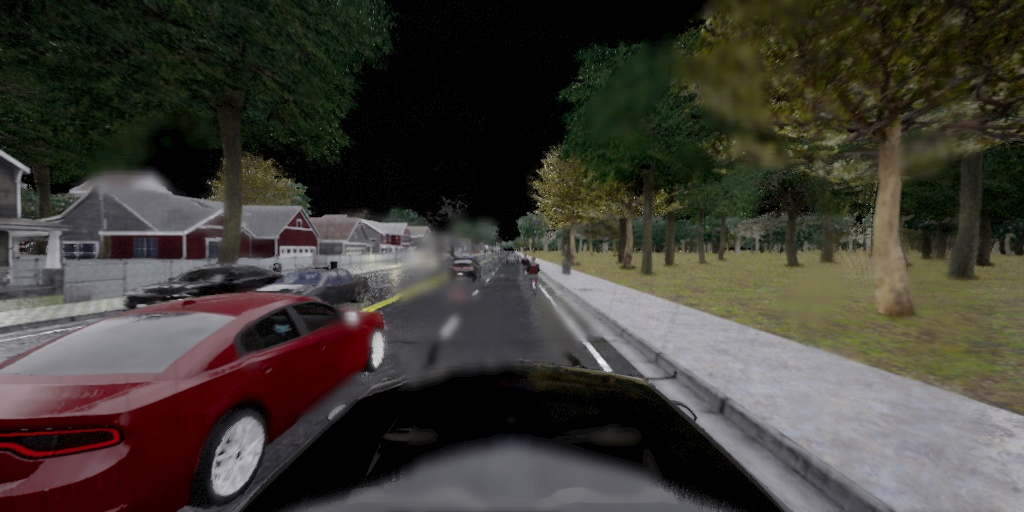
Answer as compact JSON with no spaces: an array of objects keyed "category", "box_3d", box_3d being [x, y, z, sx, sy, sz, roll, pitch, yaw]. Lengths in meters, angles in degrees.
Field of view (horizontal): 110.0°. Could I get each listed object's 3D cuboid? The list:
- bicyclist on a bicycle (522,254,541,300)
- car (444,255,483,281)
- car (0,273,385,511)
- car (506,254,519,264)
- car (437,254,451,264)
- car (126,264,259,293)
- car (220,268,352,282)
[{"category":"bicyclist on a bicycle","box_3d":[0.895,0.897,15.075,0.659,1.776,1.843,0,1,0]},{"category":"car","box_3d":[-3.149,0.871,24.780,1.837,1.490,4.892,0,1,0]},{"category":"car","box_3d":[-3.149,1.184,4.336,1.882,1.535,5.008,0,1,0]},{"category":"car","box_3d":[0.084,0.364,55.322,2.128,1.511,4.902,0,1,0]},{"category":"car","box_3d":[-9.822,0.410,53.200,1.837,1.490,4.892,0,1,0]},{"category":"car","box_3d":[-9.850,1.055,12.043,1.882,1.535,5.008,0,1,0]},{"category":"car","box_3d":[-6.601,1.124,12.129,2.033,1.411,5.357,0,1,0]}]
